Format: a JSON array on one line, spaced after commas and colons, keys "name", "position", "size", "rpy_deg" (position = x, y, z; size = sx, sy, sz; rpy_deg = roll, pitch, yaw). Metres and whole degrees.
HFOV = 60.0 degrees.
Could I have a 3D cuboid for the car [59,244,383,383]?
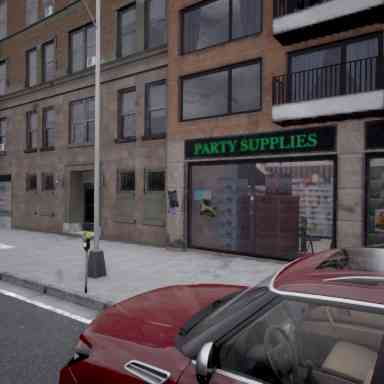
[{"name": "car", "position": [1.282, 1.315, 2.152], "size": [5.009, 1.841, 2.192], "rpy_deg": [0, 1, 35]}]
